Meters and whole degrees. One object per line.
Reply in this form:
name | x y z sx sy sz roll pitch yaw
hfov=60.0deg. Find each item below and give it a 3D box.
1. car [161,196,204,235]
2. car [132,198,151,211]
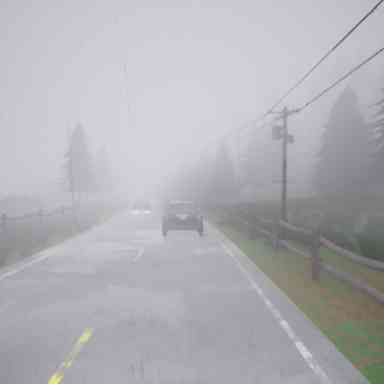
car | -0.556 1.272 18.388 2.097 1.767 4.553 0 0 -3
car | -5.811 1.408 38.677 1.994 1.385 4.181 0 0 -7
